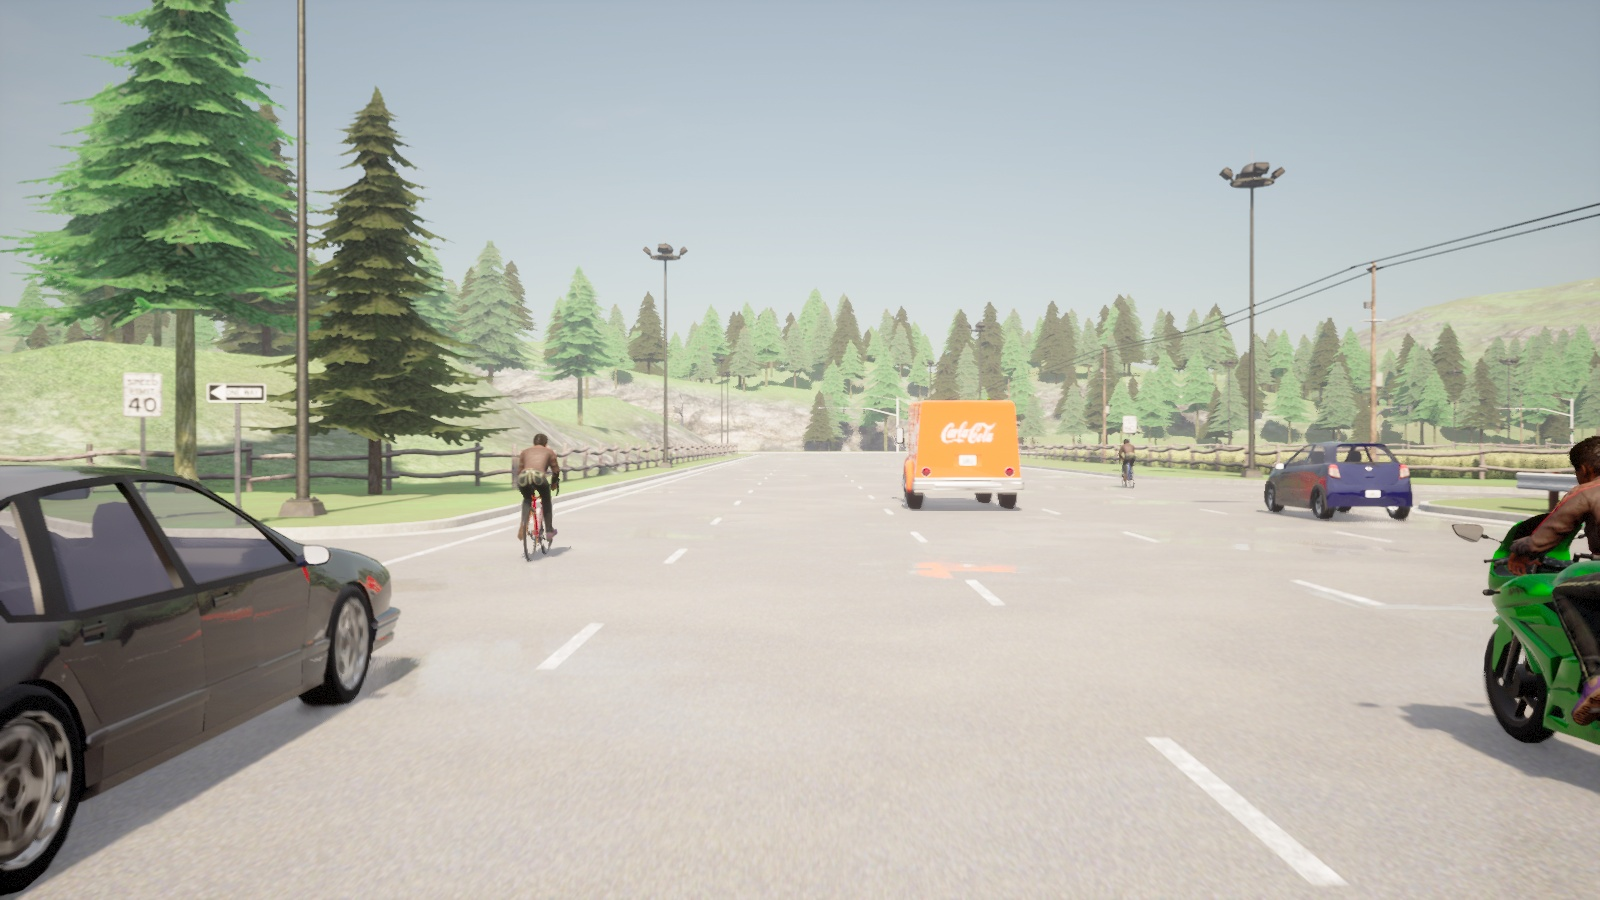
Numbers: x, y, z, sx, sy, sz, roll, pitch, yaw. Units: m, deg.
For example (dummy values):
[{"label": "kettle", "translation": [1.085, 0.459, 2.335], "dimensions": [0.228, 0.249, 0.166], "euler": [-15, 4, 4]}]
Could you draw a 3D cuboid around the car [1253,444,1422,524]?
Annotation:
[{"label": "car", "translation": [10.658, 0.626, 25.193], "dimensions": [1.845, 1.501, 3.633], "euler": [0, 0, 0]}]

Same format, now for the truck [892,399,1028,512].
[{"label": "truck", "translation": [3.686, 0.097, 30.088], "dimensions": [2.627, 2.467, 5.204], "euler": [0, 1, 0]}]

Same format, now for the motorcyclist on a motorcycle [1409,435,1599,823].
[{"label": "motorcyclist on a motorcycle", "translation": [3.546, 0.701, 5.471], "dimensions": [0.797, 1.523, 2.044], "euler": [0, 0, 0]}]

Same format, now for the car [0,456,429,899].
[{"label": "car", "translation": [-3.454, 0.760, 5.521], "dimensions": [2.033, 1.411, 5.357], "euler": [0, 0, 0]}]

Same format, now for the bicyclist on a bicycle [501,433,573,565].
[{"label": "bicyclist on a bicycle", "translation": [-3.393, 0.604, 16.303], "dimensions": [0.582, 1.620, 1.656], "euler": [0, 0, 0]}]
